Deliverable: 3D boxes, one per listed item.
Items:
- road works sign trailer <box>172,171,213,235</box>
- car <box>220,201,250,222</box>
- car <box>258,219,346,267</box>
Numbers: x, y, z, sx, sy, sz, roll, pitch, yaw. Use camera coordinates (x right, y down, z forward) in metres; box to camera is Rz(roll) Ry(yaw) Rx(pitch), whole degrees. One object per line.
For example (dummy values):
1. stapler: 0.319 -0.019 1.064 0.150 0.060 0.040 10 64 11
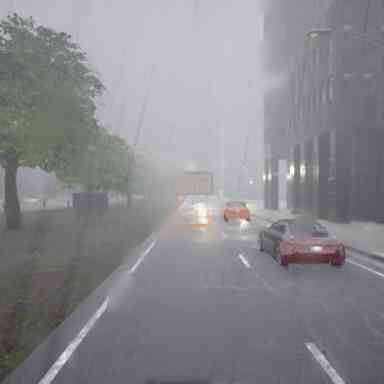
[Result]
1. road works sign trailer: 0.022 0.574 19.701 2.380 3.560 2.880 0 0 0
2. car: 3.603 1.526 28.557 2.097 1.767 4.553 0 0 0
3. car: 3.603 1.622 11.624 1.994 1.385 4.181 0 0 0
